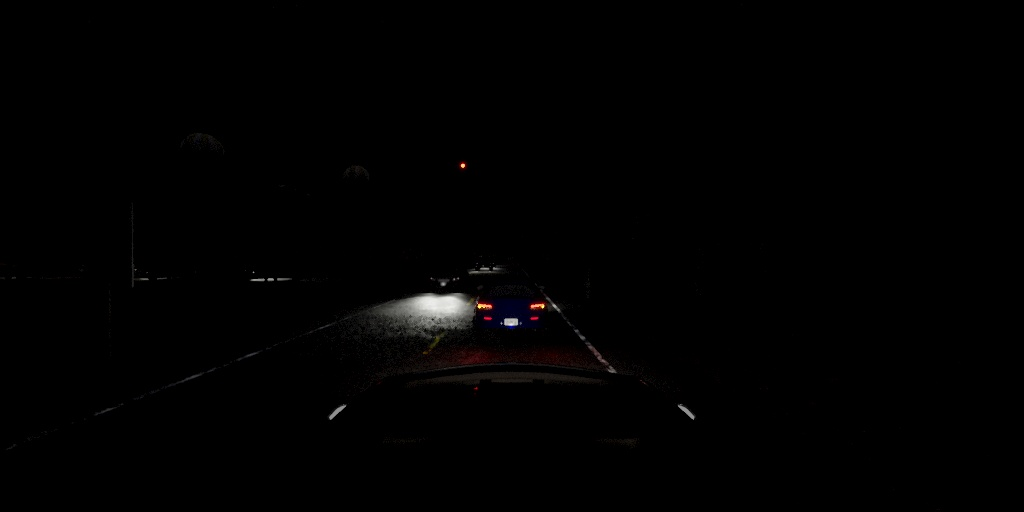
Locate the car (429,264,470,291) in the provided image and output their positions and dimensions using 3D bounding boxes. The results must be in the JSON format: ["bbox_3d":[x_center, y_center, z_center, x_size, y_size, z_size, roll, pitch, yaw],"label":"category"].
[{"bbox_3d":[-3.675,1.235,21.604,2.128,1.511,4.902,0,0,0],"label":"car"}]

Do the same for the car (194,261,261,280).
[{"bbox_3d":[-22.454,1.118,28.395,4.181,1.385,1.994,1,0,0],"label":"car"}]

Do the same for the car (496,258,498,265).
[{"bbox_3d":[-3.809,1.296,61.525,1.895,1.301,4.718,0,0,0],"label":"car"}]

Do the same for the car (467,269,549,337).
[{"bbox_3d":[-0.029,1.274,10.129,1.812,1.442,4.674,0,0,0],"label":"car"}]

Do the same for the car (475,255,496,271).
[{"bbox_3d":[-3.787,0.934,49.824,2.150,2.045,5.566,0,0,0],"label":"car"}]

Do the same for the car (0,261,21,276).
[{"bbox_3d":[-41.999,0.847,28.219,5.008,1.535,1.882,0,0,0],"label":"car"}]

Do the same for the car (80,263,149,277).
[{"bbox_3d":[-31.145,0.998,28.315,4.674,1.442,1.812,1,0,-1],"label":"car"}]
